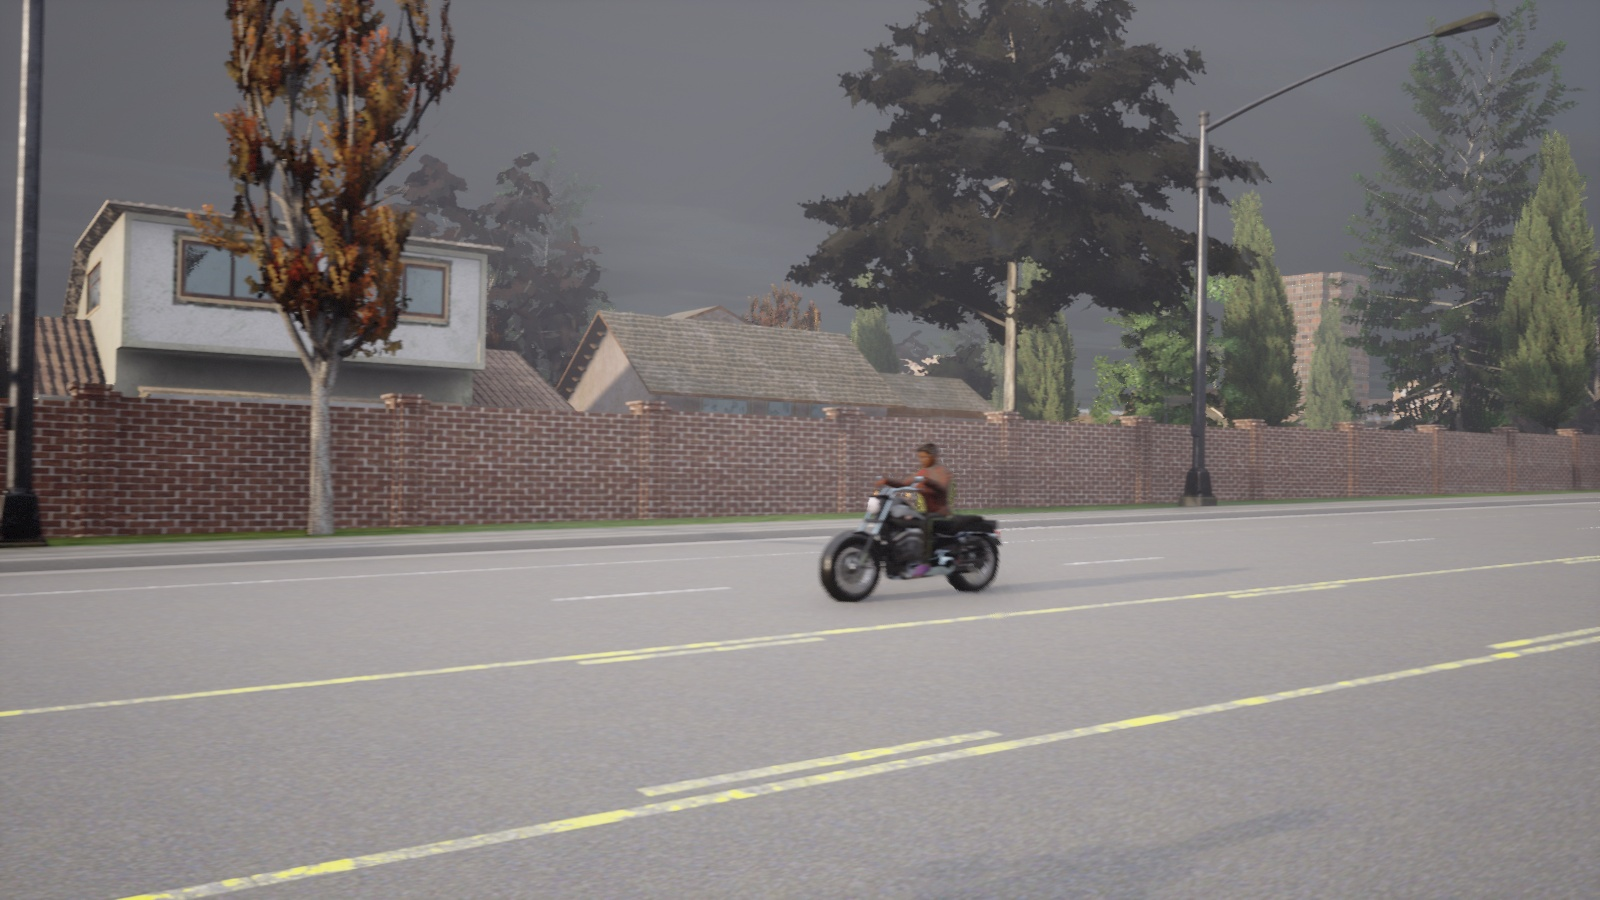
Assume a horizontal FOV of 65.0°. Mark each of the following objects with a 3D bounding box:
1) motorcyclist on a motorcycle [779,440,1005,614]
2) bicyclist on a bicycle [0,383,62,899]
[{"bbox_3d":[0.976,0.726,12.865,2.350,1.649,0.766,0,0,-35],"label":"motorcyclist on a motorcycle"},{"bbox_3d":[-2.174,0.691,2.142,1.509,1.612,0.866,0,0,-35],"label":"bicyclist on a bicycle"}]
